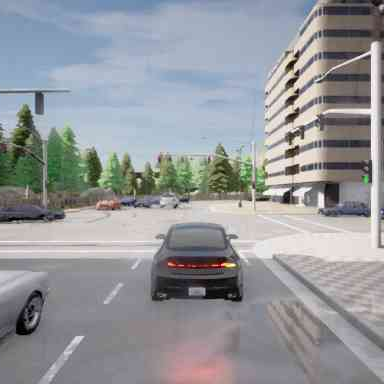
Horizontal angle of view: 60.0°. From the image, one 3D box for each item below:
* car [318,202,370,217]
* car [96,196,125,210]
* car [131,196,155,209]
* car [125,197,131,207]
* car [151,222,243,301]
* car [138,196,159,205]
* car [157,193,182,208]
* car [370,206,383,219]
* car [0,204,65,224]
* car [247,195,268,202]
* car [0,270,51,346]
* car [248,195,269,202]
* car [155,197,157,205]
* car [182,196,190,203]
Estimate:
[{"bbox_3d":[14.607,1.603,30.949,5.357,1.411,2.033,0,0,0],"label":"car"},{"bbox_3d":[-10.396,1.352,41.818,2.097,1.767,4.553,0,0,2],"label":"car"},{"bbox_3d":[-6.739,1.564,46.042,1.994,1.385,4.181,0,0,0],"label":"car"},{"bbox_3d":[-9.864,1.478,51.029,1.882,1.535,5.008,0,0,7],"label":"car"},{"bbox_3d":[0.117,1.505,8.282,1.837,1.490,4.892,0,0,1],"label":"car"},{"bbox_3d":[-7.821,1.505,60.748,1.837,1.490,4.892,0,0,19],"label":"car"},{"bbox_3d":[-3.117,1.221,47.579,2.150,2.045,5.566,0,0,3],"label":"car"},{"bbox_3d":[17.703,1.581,27.439,4.674,1.442,1.812,0,0,0],"label":"car"},{"bbox_3d":[-12.376,1.575,24.834,5.357,1.411,2.033,0,0,-18],"label":"car"},{"bbox_3d":[15.542,1.478,79.024,5.008,1.535,1.882,0,0,-30],"label":"car"},{"bbox_3d":[-3.426,1.601,3.762,1.895,1.301,4.718,0,0,0],"label":"car"},{"bbox_3d":[15.199,1.595,74.726,4.718,1.301,1.895,0,0,-33],"label":"car"},{"bbox_3d":[-5.630,1.478,55.848,1.882,1.535,5.008,0,0,14],"label":"car"},{"bbox_3d":[-2.197,1.478,65.331,1.882,1.535,5.008,0,0,28],"label":"car"}]
